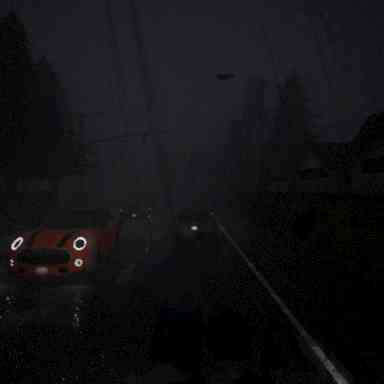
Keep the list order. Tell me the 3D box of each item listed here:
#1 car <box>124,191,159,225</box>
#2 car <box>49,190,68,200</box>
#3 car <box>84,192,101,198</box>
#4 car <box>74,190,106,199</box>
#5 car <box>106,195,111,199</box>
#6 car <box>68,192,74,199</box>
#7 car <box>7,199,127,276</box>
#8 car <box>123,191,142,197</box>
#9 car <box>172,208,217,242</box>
[{"bbox_3d":[-3.509,1.040,22.912,2.150,2.045,5.566,0,0,0],"label":"car"},{"bbox_3d":[-24.684,0.650,58.055,4.605,1.855,1.932,0,0,-1],"label":"car"},{"bbox_3d":[-24.072,0.699,80.510,3.633,1.501,1.845,0,0,-1],"label":"car"},{"bbox_3d":[-16.796,0.654,54.818,3.866,1.878,1.905,0,0,-1],"label":"car"},{"bbox_3d":[-16.206,0.913,58.149,3.806,1.475,1.970,0,0,-1],"label":"car"},{"bbox_3d":[-24.051,0.755,70.517,4.514,1.523,2.007,0,0,-1],"label":"car"},{"bbox_3d":[-3.588,1.273,10.206,2.097,1.767,4.553,0,0,0],"label":"car"},{"bbox_3d":[-16.473,0.618,92.404,5.027,1.636,2.152,0,0,-1],"label":"car"},{"bbox_3d":[0.094,1.442,15.702,1.994,1.385,4.181,0,0,0],"label":"car"}]
